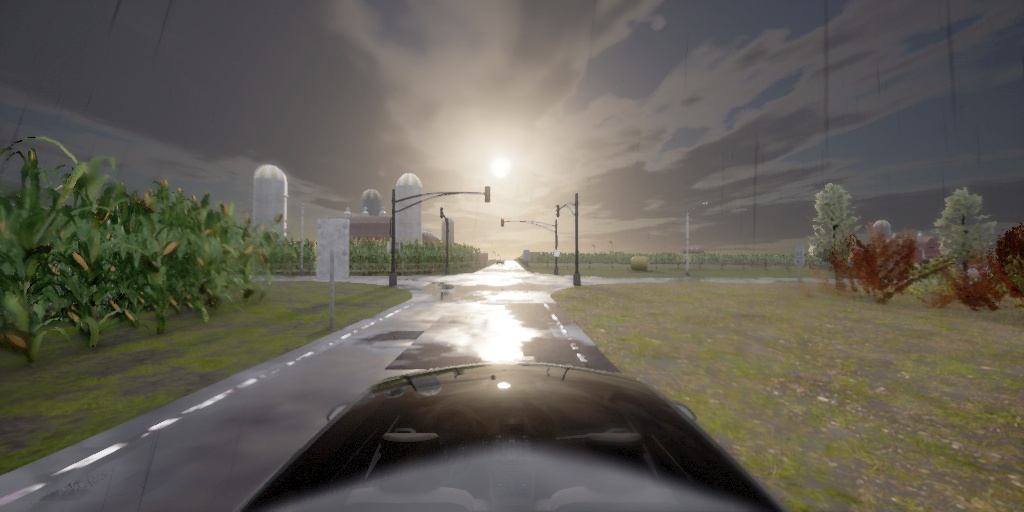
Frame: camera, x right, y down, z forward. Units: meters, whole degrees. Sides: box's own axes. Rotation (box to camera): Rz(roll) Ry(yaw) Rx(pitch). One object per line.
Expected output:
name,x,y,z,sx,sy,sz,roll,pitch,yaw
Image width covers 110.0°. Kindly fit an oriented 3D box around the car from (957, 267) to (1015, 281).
car,43.259,1.712,32.618,4.181,1.385,1.994,1,-1,-4
